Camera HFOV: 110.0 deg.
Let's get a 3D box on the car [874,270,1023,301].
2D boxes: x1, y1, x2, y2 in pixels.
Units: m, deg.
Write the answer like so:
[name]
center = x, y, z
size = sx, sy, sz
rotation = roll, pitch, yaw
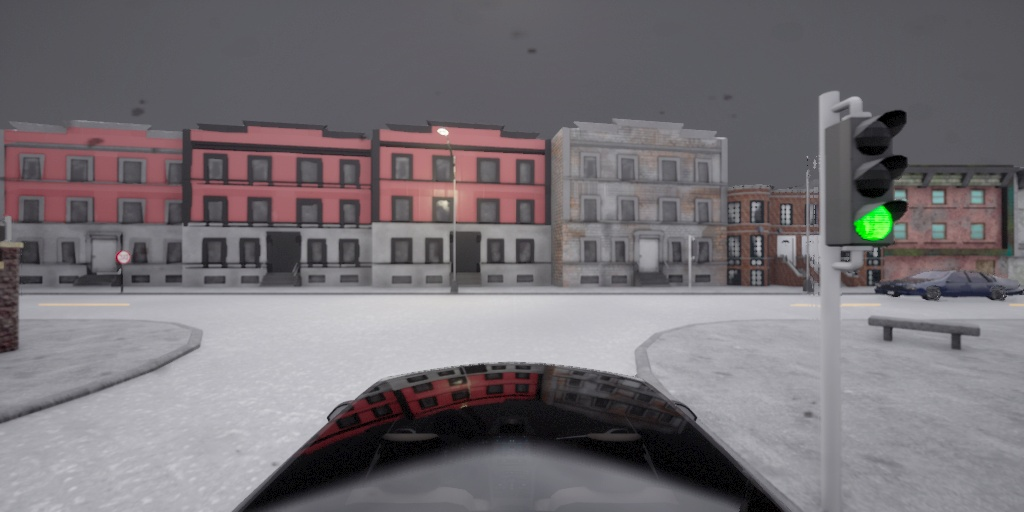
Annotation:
[car]
center = 20.784, 1.375, 17.156
size = 5.357, 1.411, 2.033
rotation = 0, 0, 0
